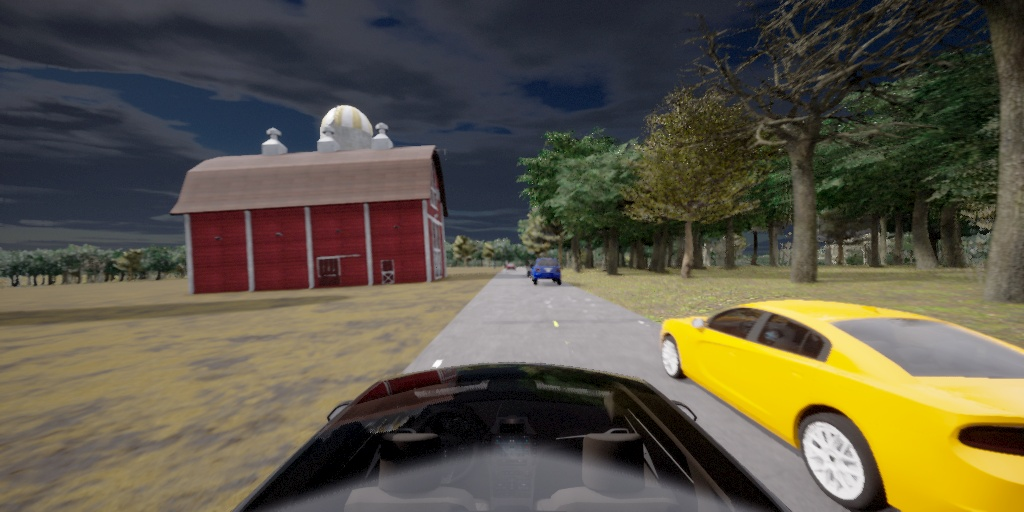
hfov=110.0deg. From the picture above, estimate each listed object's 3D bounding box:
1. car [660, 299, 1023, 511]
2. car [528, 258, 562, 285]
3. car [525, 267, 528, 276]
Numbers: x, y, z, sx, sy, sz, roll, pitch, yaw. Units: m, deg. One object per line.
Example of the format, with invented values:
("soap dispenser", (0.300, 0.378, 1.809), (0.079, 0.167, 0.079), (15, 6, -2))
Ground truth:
("car", (3.557, 1.269, 4.394), (1.882, 1.535, 5.008), (0, 0, 0))
("car", (2.713, 1.218, 29.340), (2.150, 2.045, 5.566), (0, -1, 0))
("car", (2.645, 1.630, 41.781), (2.128, 1.511, 4.902), (0, -1, 0))
